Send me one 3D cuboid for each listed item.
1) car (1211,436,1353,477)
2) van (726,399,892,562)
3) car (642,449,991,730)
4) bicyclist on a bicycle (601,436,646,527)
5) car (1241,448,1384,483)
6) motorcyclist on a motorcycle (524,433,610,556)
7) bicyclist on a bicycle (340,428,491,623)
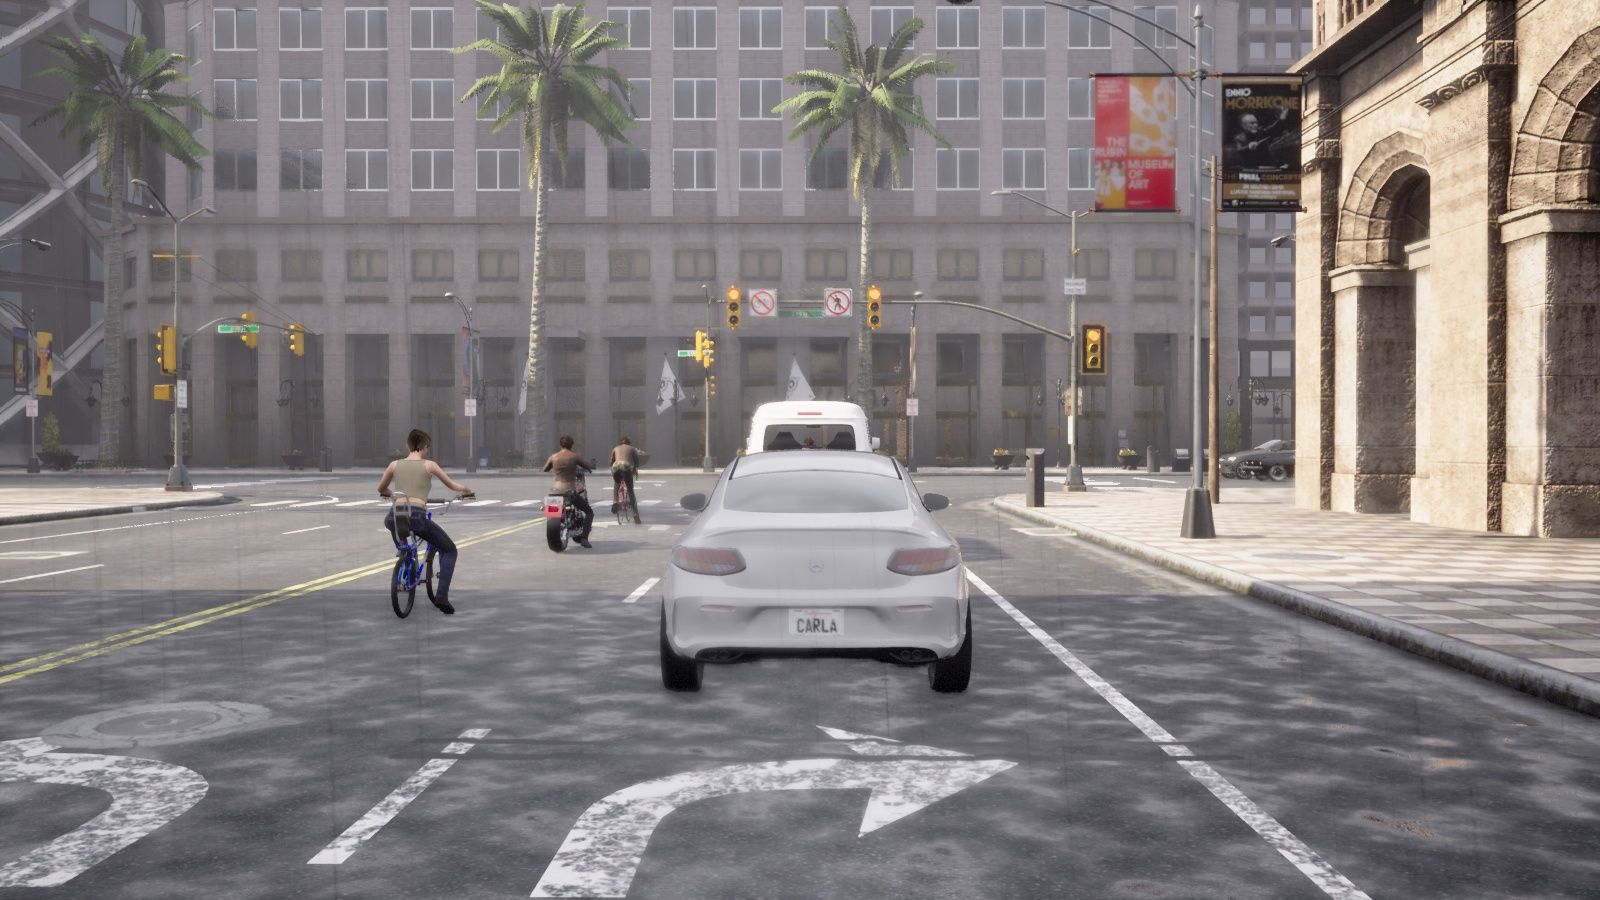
[{"bbox_3d":[19.711,0.250,51.521,5.027,1.651,2.152,0,0,1],"label":"car"},{"bbox_3d":[0.170,0.369,17.908,2.069,2.038,4.480,0,0,1],"label":"van"},{"bbox_3d":[0.104,0.722,8.867,1.812,1.442,4.674,0,0,0],"label":"car"},{"bbox_3d":[-3.256,0.565,23.313,0.582,1.620,1.656,0,0,1],"label":"bicyclist on a bicycle"},{"bbox_3d":[19.545,0.591,48.045,4.718,1.301,1.895,0,0,1],"label":"car"},{"bbox_3d":[-3.299,0.593,17.981,0.766,1.649,2.350,0,0,1],"label":"motorcyclist on a motorcycle"},{"bbox_3d":[-3.366,0.617,11.144,0.866,1.612,1.509,0,0,0],"label":"bicyclist on a bicycle"}]
